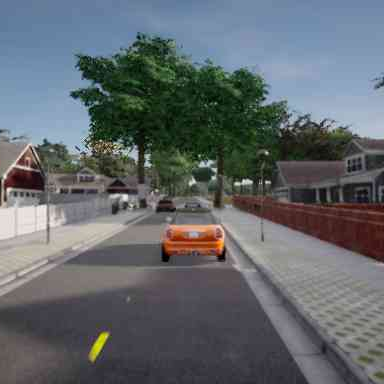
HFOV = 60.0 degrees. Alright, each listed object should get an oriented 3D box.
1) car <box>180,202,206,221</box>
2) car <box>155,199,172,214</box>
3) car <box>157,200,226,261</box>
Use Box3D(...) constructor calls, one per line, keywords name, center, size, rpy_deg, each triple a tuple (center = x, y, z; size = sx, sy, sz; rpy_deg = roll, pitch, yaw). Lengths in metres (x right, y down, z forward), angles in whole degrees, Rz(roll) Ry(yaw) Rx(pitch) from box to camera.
Box3D(name="car", center=(0.075, 1.584, 27.824), size=(1.994, 1.385, 4.181), rpy_deg=(0, 0, 0))
Box3D(name="car", center=(-2.819, 1.499, 35.741), size=(1.882, 1.535, 5.008), rpy_deg=(0, 0, 0))
Box3D(name="car", center=(0.070, 1.364, 12.521), size=(2.097, 1.767, 4.553), rpy_deg=(0, 0, 0))
